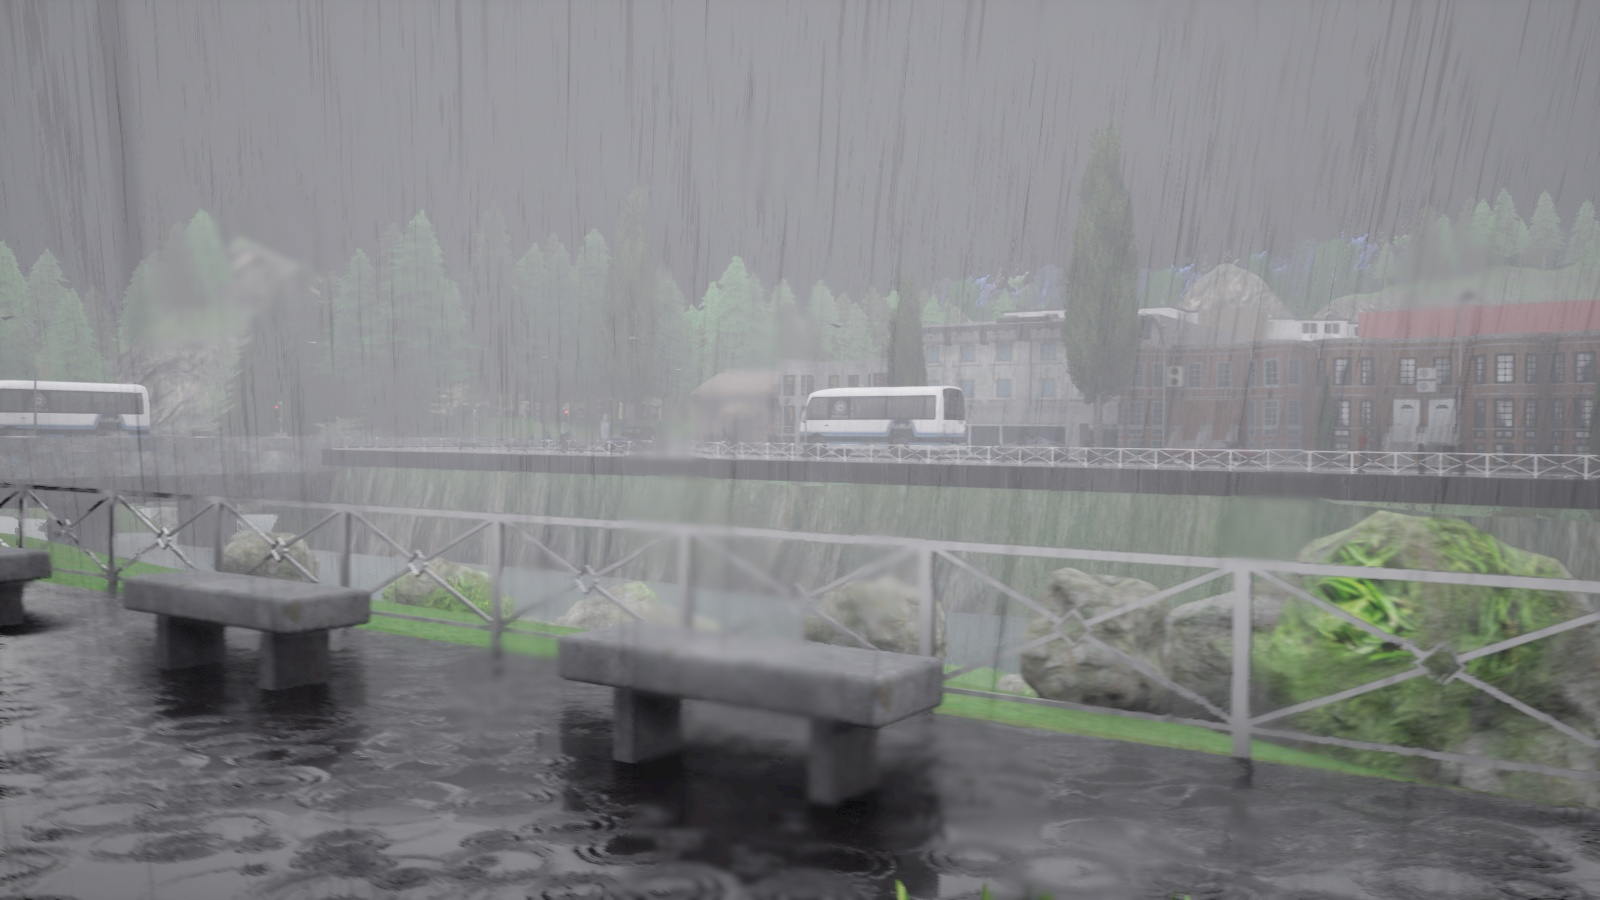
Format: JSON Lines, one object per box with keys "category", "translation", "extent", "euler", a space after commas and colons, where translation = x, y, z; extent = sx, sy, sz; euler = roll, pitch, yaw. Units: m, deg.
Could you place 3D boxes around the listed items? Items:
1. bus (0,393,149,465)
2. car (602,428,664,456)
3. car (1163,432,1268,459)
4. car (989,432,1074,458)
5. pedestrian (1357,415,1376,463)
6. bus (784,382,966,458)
{"category": "bus", "translation": [-46.381, -1.283, 77.520], "extent": [3.944, 4.253, 10.273], "euler": [0, 1, 34]}
{"category": "car", "translation": [-11.407, -0.540, 85.806], "extent": [3.866, 1.878, 1.905], "euler": [0, 1, 34]}
{"category": "car", "translation": [21.204, -0.236, 64.160], "extent": [4.718, 1.301, 1.895], "euler": [0, 1, 34]}
{"category": "car", "translation": [12.834, -0.272, 69.714], "extent": [4.181, 1.385, 1.994], "euler": [0, 1, 34]}
{"category": "pedestrian", "translation": [22.086, -0.427, 48.985], "extent": [0.636, 1.846, 0.331], "euler": [0, 1, 34]}
{"category": "bus", "translation": [4.420, -1.712, 75.274], "extent": [10.273, 4.253, 3.944], "euler": [0, 1, 33]}
